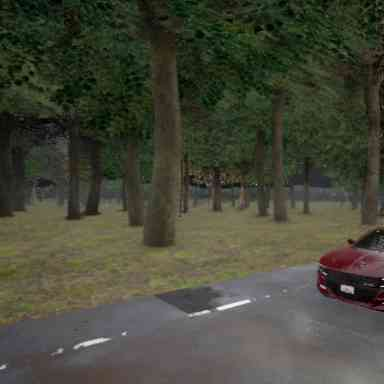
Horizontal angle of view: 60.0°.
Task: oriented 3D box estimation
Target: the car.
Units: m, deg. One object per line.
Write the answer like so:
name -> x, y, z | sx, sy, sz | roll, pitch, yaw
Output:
car -> 4.830, 1.486, 7.436 | 5.008, 1.535, 1.882 | 0, 0, -35
